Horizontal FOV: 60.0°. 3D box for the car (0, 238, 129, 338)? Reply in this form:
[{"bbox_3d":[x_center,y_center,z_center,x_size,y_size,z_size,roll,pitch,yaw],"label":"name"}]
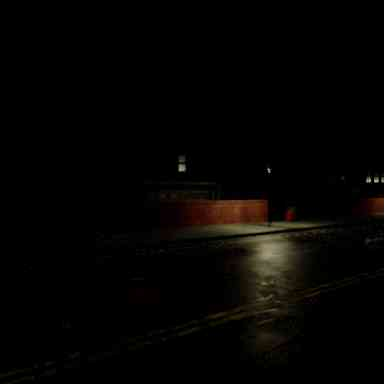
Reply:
[{"bbox_3d":[-3.516,1.601,5.170,4.718,1.301,1.895,0,0,-35],"label":"car"}]

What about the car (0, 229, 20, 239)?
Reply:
[{"bbox_3d":[-5.404,1.601,7.816,4.718,1.301,1.895,0,0,-35],"label":"car"}]
